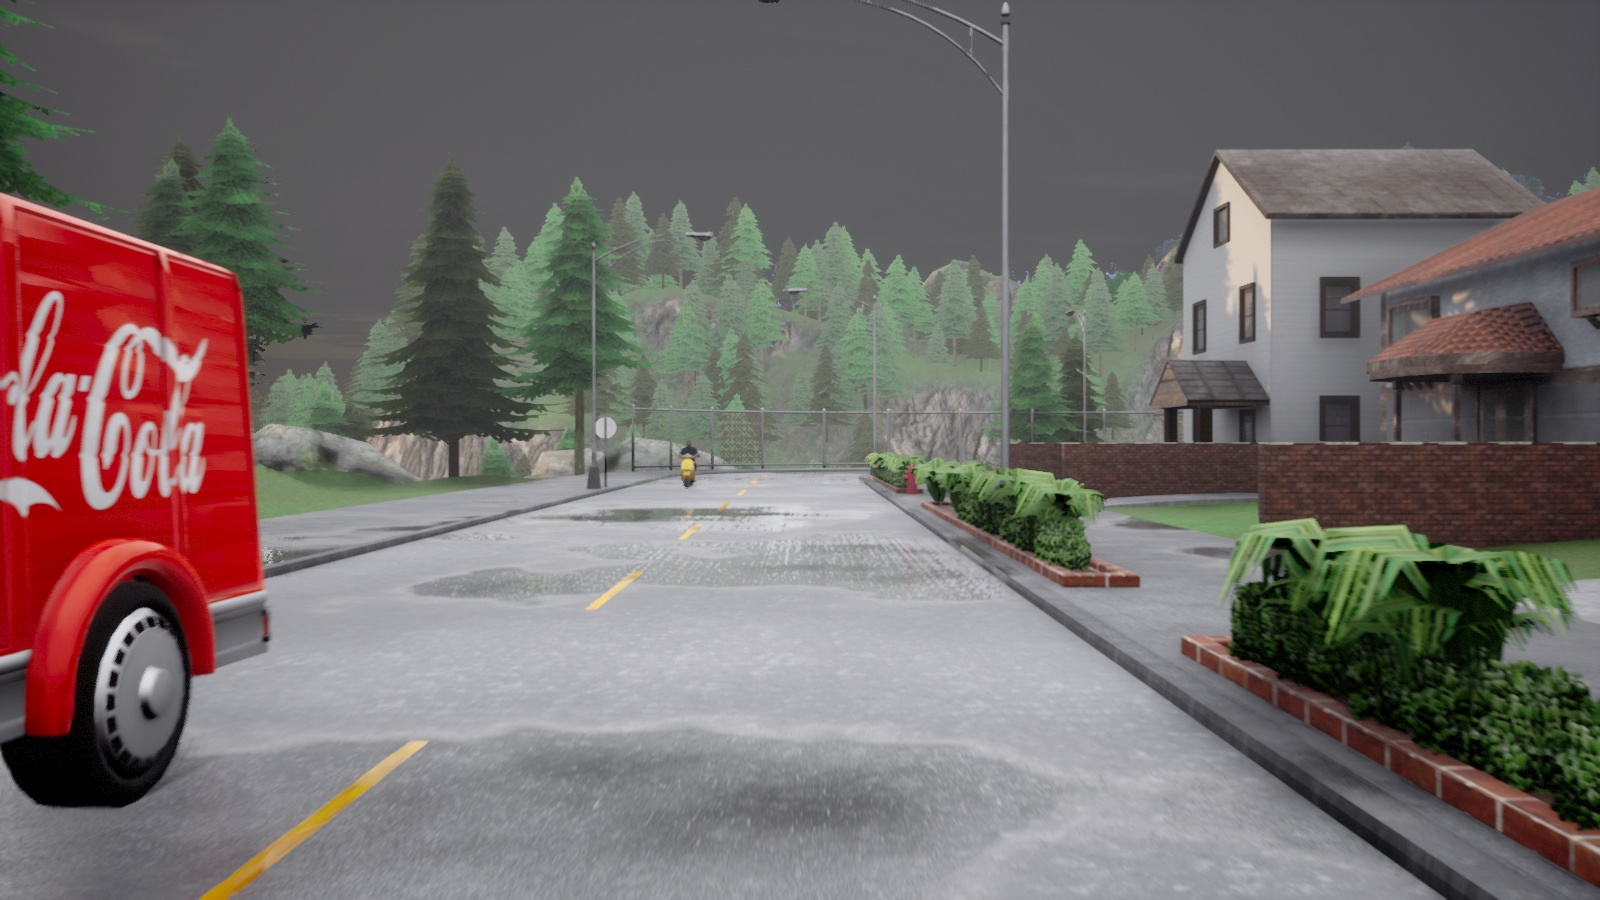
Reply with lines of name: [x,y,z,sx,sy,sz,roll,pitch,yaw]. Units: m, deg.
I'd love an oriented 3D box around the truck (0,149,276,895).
truck: [-3.963,0.239,3.718,2.627,2.467,5.204,0,0,0]

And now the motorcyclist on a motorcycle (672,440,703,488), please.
motorcyclist on a motorcycle: [-3.742,0.460,42.062,0.866,1.590,1.817,0,0,0]
